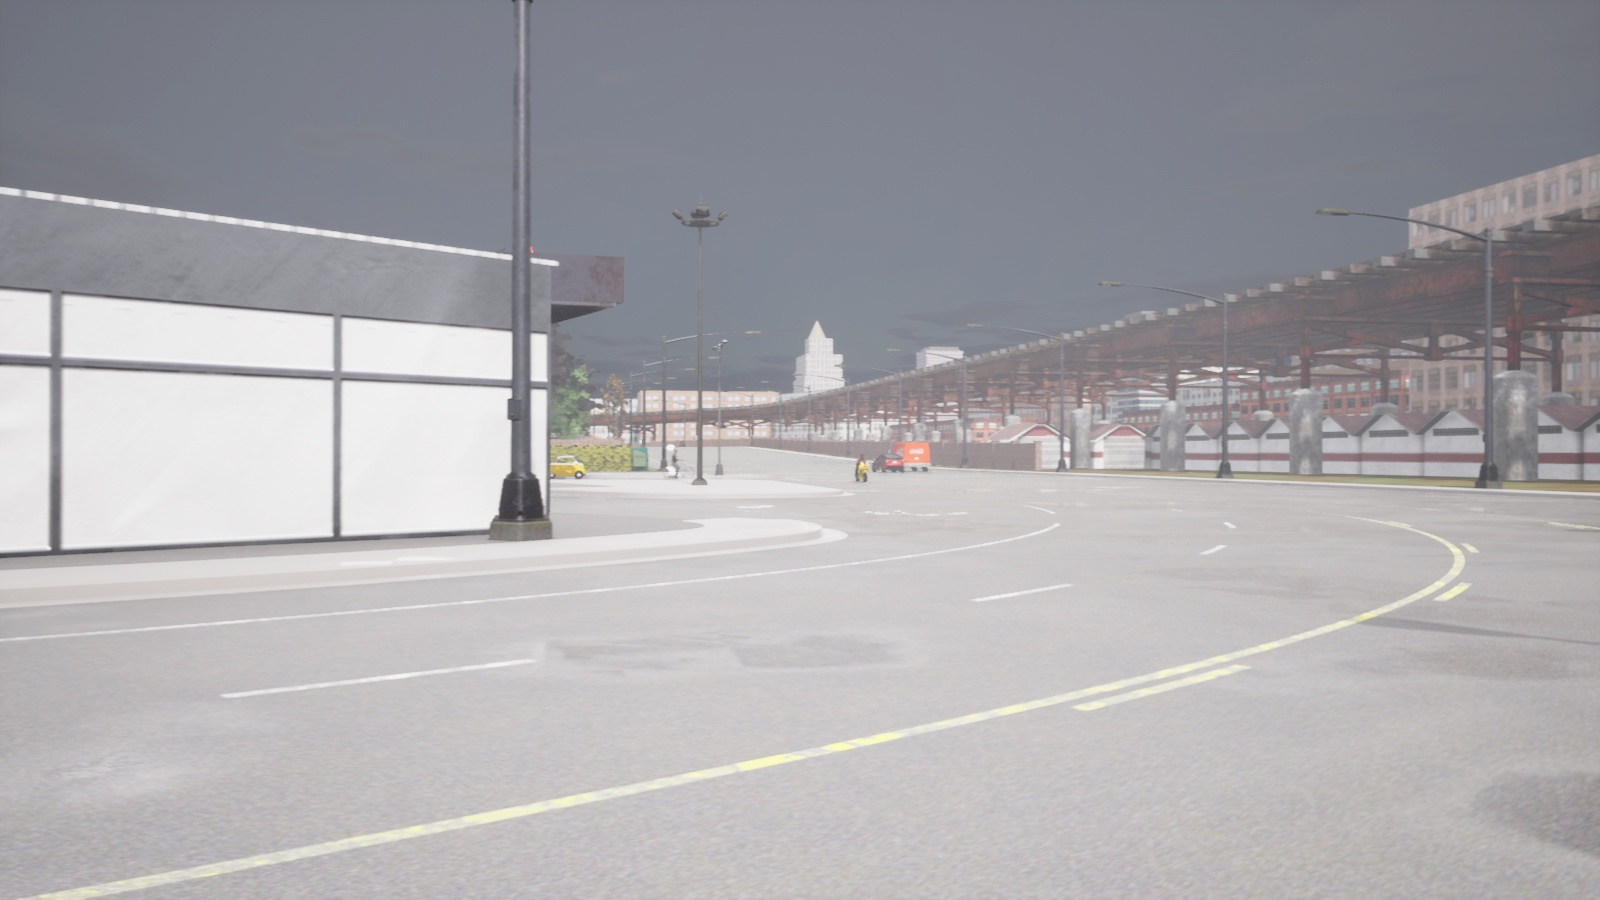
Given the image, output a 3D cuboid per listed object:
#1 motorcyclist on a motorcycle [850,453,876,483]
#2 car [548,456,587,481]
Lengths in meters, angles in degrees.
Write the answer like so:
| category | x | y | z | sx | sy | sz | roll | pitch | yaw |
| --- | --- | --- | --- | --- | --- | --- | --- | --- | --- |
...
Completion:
| category | x | y | z | sx | sy | sz | roll | pitch | yaw |
| --- | --- | --- | --- | --- | --- | --- | --- | --- | --- |
| motorcyclist on a motorcycle | 3.238 | 0.919 | 64.711 | 0.797 | 1.523 | 2.044 | -1 | 0 | -12 |
| car | -13.427 | 1.059 | 72.603 | 2.207 | 1.376 | 1.481 | 0 | 0 | -11 |
